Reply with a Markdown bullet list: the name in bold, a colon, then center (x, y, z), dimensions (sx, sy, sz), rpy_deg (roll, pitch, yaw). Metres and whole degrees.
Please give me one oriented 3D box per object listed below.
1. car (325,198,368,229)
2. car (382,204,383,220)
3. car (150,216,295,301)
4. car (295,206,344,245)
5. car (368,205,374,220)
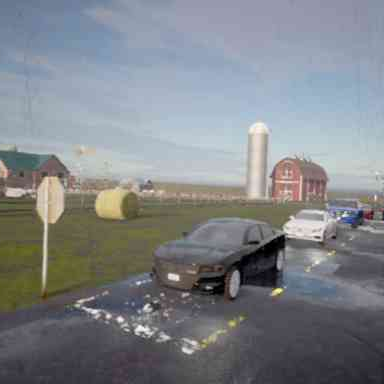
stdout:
- **car**: center (11.375, 1.503, 24.796), dimensions (2.150, 2.045, 5.566), rpy_deg (3, 0, 33)
- **car**: center (20.490, 1.845, 33.489), dimensions (2.150, 2.045, 5.566), rpy_deg (3, 1, 32)
- **car**: center (0.958, 1.435, 8.639), dimensions (1.882, 1.535, 5.008), rpy_deg (3, 1, 32)
- **car**: center (5.993, 1.636, 16.501), dimensions (1.812, 1.442, 4.674), rpy_deg (3, 1, 33)
- **car**: center (17.434, 1.954, 34.117), dimensions (1.882, 1.535, 5.008), rpy_deg (3, 0, 33)
